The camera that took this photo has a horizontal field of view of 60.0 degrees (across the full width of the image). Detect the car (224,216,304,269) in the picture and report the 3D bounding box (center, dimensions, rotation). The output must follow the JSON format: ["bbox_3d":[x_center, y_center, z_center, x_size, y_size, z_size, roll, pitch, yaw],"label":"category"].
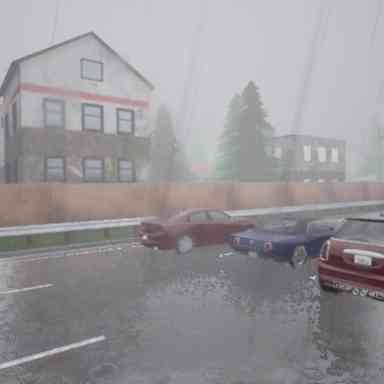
[{"bbox_3d":[3.508,1.418,10.548,4.718,1.301,1.895,-1,1,-35],"label":"car"}]

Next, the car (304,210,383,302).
[{"bbox_3d":[4.770,1.189,7.149,4.553,1.767,2.097,-1,1,-35],"label":"car"}]

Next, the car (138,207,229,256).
[{"bbox_3d":[0.408,1.322,12.635,5.008,1.535,1.882,-2,1,-35],"label":"car"}]
